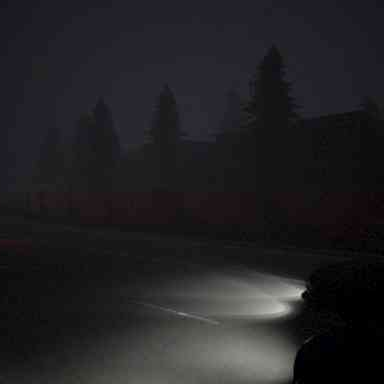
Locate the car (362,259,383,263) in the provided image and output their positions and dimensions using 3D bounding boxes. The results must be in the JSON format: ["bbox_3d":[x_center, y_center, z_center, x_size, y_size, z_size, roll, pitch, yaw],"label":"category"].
[{"bbox_3d":[4.553,1.545,5.043,5.357,1.411,2.033,0,0,36],"label":"car"}]

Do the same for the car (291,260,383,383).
[{"bbox_3d":[2.938,1.522,1.896,4.674,1.442,1.812,0,0,36],"label":"car"}]
